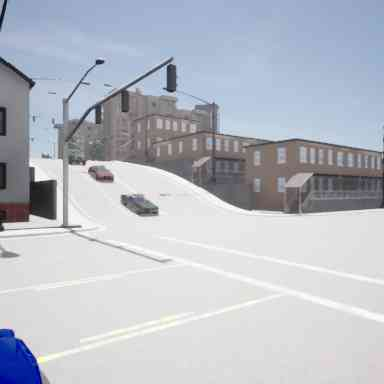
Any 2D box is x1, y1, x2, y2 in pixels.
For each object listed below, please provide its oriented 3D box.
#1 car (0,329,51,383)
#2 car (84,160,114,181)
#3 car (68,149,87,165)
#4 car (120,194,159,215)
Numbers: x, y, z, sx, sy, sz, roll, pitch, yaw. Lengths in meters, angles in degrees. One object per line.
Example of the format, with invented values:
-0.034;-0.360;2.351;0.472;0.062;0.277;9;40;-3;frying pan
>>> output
-3.140;1.600;1.531;4.718;1.301;1.895;0;0;-35;car
-10.587;-2.308;38.713;1.994;1.385;4.181;0;17;-36;car
-16.717;-4.984;47.215;2.150;2.045;5.566;0;8;-35;car
-4.913;1.004;31.048;1.895;1.301;4.718;0;15;-36;car
